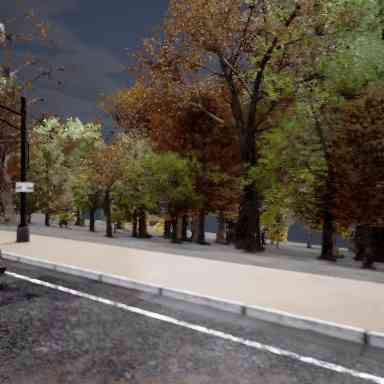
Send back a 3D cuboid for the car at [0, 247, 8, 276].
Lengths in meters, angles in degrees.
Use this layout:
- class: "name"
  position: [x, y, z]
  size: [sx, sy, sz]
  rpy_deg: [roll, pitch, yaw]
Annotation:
- class: "car"
  position: [-6.848, 1.534, 8.570]
  size: [5.357, 1.411, 2.033]
  rpy_deg: [0, 0, 35]
